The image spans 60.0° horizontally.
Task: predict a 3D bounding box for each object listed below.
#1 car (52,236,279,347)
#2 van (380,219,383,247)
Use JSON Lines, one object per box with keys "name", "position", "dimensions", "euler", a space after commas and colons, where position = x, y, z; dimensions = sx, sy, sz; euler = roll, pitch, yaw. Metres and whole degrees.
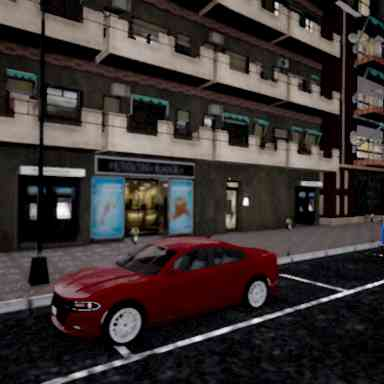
{"name": "car", "position": [-0.261, 1.577, 6.369], "dimensions": [4.507, 1.381, 1.887], "euler": [1, 0, -36]}
{"name": "van", "position": [8.956, 1.483, 12.950], "dimensions": [3.998, 1.788, 1.690], "euler": [1, 0, -36]}
